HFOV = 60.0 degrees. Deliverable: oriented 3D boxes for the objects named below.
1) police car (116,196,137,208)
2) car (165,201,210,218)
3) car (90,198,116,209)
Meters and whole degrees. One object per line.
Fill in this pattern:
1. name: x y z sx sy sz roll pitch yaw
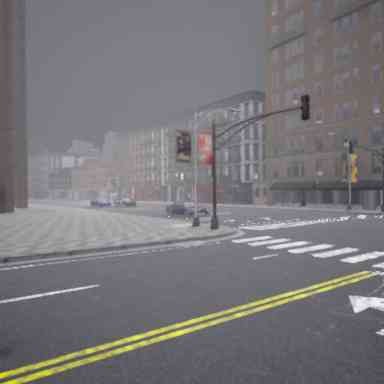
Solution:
1. police car: -10.050 1.499 50.226 1.930 1.638 5.238 -1 0 -37
2. car: -0.571 1.577 31.274 2.033 1.411 5.357 -1 0 -35
3. car: -13.570 1.600 49.338 1.882 1.535 5.008 -1 0 -37
